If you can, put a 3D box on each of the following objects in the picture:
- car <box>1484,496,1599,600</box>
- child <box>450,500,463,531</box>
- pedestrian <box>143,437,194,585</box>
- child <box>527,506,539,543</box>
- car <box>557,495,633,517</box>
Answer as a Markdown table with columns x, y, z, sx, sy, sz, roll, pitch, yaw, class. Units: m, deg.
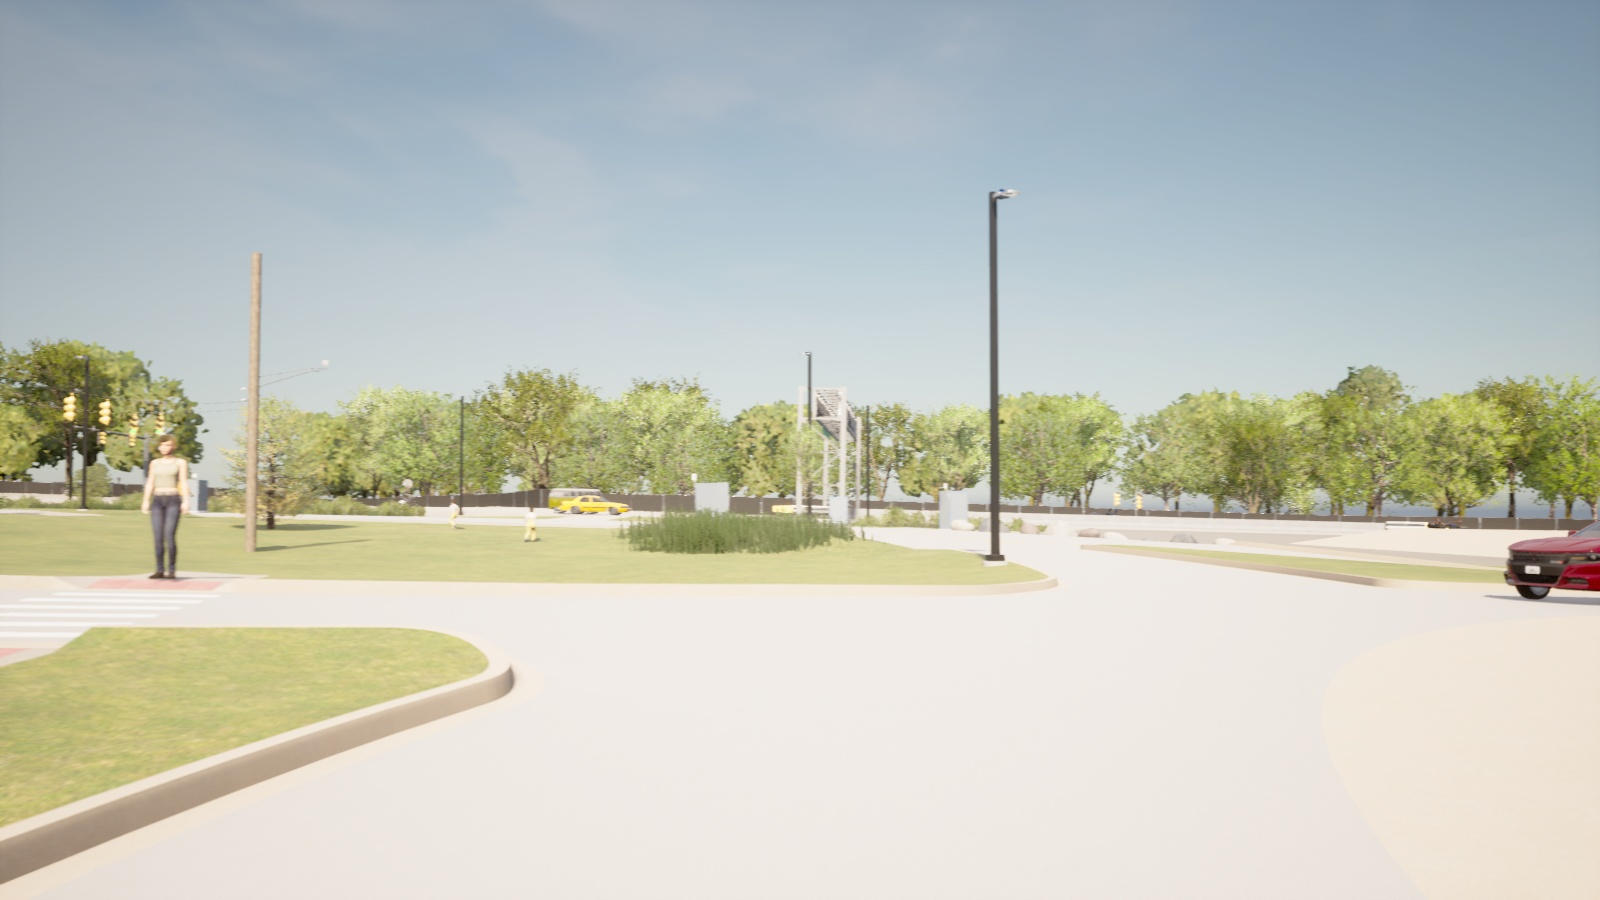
| x | y | z | sx | sy | sz | roll | pitch | yaw | class |
| --- | --- | --- | --- | --- | --- | --- | --- | --- | --- |
| 13.824 | 1.619 | 20.293 | 5.008 | 1.535 | 1.882 | 3 | -3 | -16 | car |
| -13.851 | 2.648 | 50.626 | 0.437 | 1.263 | 0.270 | -2 | -3 | 24 | child |
| -8.006 | 0.770 | 15.932 | 0.345 | 1.836 | 0.594 | 0 | -3 | -3 | pedestrian |
| -9.097 | 2.539 | 42.738 | 0.270 | 1.263 | 0.437 | -1 | -3 | 8 | child |
| -15.530 | 4.261 | 95.308 | 5.366 | 1.575 | 1.801 | 1 | -3 | 5 | car |
